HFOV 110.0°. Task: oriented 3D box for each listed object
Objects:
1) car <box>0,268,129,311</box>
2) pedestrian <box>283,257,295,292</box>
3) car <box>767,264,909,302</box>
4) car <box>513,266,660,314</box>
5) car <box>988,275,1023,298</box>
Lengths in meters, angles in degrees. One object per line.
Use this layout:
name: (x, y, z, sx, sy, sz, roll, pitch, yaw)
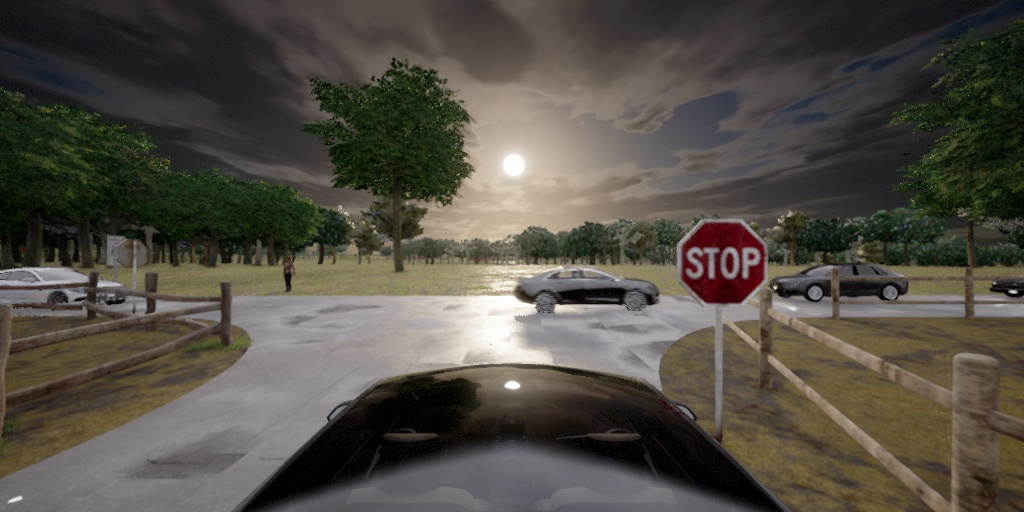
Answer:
car: (-16.627, 1.138, 12.854, 4.674, 1.442, 1.812, 0, -1, 1)
pedestrian: (-11.666, 0.956, 18.715, 0.375, 1.860, 0.375, 0, -1, 1)
car: (13.499, 1.079, 15.031, 4.892, 1.490, 1.837, 0, -1, 2)
car: (2.488, 1.092, 12.374, 4.902, 1.511, 2.128, -1, 0, 1)
car: (23.323, 1.077, 14.633, 5.357, 1.411, 2.033, 0, -1, 4)
